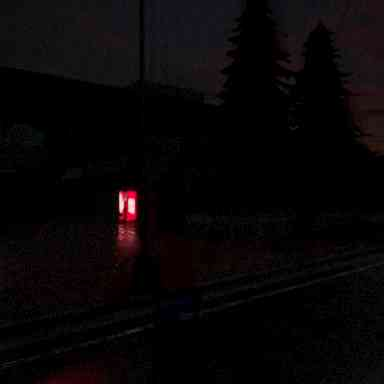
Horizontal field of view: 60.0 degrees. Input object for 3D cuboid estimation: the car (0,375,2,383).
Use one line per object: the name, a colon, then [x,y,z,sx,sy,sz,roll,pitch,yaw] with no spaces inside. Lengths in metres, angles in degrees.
car: [-3.785,1.566,1.291,5.357,1.411,2.033,-1,0,-35]
